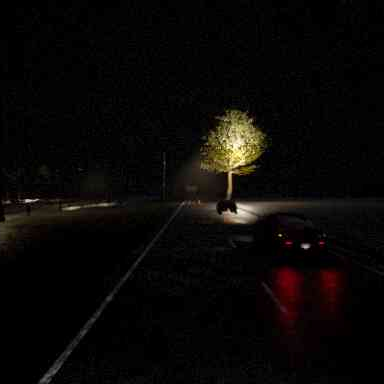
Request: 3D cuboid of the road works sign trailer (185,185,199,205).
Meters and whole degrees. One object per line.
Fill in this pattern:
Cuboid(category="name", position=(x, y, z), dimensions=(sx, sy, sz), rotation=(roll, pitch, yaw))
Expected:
Cuboid(category="road works sign trailer", position=(0.004, 0.504, 57.777), dimensions=(2.380, 3.560, 2.880), rotation=(0, 0, 0))

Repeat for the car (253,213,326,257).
Cuboid(category="car", position=(3.601, 1.532, 12.834), dimensions=(1.812, 1.442, 4.674), rotation=(0, 0, 0))

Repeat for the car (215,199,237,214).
Cuboid(category="car", position=(3.605, 1.522, 35.176), dimensions=(1.837, 1.490, 4.892), rotation=(0, 0, 0))
